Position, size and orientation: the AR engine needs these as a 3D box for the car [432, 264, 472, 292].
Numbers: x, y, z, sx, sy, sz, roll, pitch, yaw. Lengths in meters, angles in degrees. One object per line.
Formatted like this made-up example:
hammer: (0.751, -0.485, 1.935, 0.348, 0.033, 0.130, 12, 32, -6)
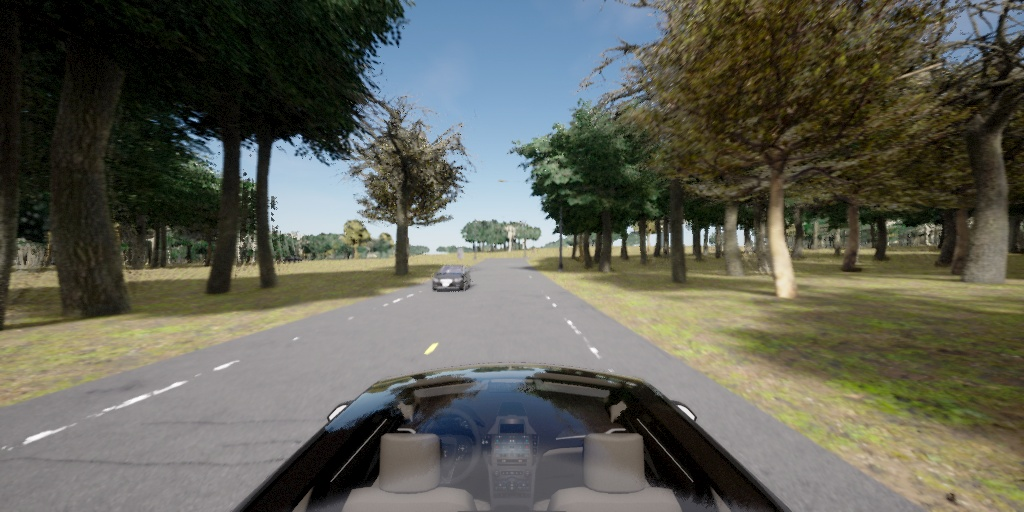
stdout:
car: (-3.587, 1.285, 21.965, 2.128, 1.511, 4.902, 0, 0, 0)
